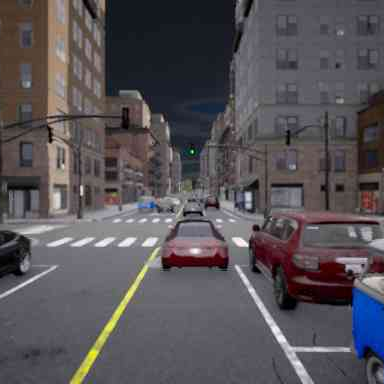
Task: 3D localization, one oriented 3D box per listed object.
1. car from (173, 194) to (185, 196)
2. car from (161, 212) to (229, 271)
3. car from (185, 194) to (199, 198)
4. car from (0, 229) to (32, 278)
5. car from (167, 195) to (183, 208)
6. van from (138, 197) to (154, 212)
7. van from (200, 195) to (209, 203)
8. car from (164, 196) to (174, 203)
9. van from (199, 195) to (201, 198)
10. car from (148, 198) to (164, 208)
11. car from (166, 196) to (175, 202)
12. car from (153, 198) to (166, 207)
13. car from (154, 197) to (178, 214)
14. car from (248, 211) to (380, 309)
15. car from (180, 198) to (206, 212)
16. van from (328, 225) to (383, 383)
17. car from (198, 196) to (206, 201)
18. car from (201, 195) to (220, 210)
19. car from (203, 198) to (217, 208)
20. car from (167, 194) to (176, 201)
[{"bbox_3d":[-2.779,1.762,68.358,2.033,1.411,5.357,0,0,0],"label":"car"},{"bbox_3d":[0.094,1.589,11.085,1.994,1.385,4.181,0,0,0],"label":"car"},{"bbox_3d":[-0.028,1.647,64.565,1.837,1.490,4.892,0,0,0],"label":"car"},{"bbox_3d":[-5.392,1.584,7.807,1.947,1.339,4.313,0,0,0],"label":"car"},{"bbox_3d":[-2.846,1.641,52.080,1.812,1.442,4.674,0,0,0],"label":"car"},{"bbox_3d":[-5.425,1.430,39.771,1.690,1.788,3.998,0,0,0],"label":"van"},{"bbox_3d":[2.648,1.499,72.214,1.690,1.788,3.998,0,0,0],"label":"van"},{"bbox_3d":[-5.432,1.720,77.614,2.008,1.369,4.403,0,0,0],"label":"car"},{"bbox_3d":[2.663,1.477,61.401,1.690,1.788,3.998,0,0,0],"label":"van"},{"bbox_3d":[-5.427,1.678,50.583,1.947,1.339,4.313,0,0,0],"label":"car"},{"bbox_3d":[-5.433,1.746,83.020,1.947,1.339,4.313,0,0,0],"label":"car"},{"bbox_3d":[-5.428,1.668,55.989,1.887,1.381,4.507,0,0,0],"label":"car"},{"bbox_3d":[-2.857,1.588,37.403,1.837,1.490,4.892,0,0,0],"label":"car"},{"bbox_3d":[2.633,1.334,7.811,2.192,1.841,5.009,0,0,0],"label":"car"},{"bbox_3d":[0.085,1.640,34.084,1.994,1.385,4.181,0,0,0],"label":"car"},{"bbox_3d":[2.636,1.347,2.300,1.690,1.788,3.998,0,0,0],"label":"van"},{"bbox_3d":[2.626,1.718,88.602,1.752,1.417,4.829,0,0,0],"label":"car"},{"bbox_3d":[2.685,1.416,45.182,2.192,1.841,5.009,0,0,0],"label":"car"},{"bbox_3d":[2.678,1.663,50.588,2.008,1.369,4.403,0,0,0],"label":"car"},{"bbox_3d":[-5.434,1.507,88.427,2.192,1.841,5.009,0,0,0],"label":"car"}]
